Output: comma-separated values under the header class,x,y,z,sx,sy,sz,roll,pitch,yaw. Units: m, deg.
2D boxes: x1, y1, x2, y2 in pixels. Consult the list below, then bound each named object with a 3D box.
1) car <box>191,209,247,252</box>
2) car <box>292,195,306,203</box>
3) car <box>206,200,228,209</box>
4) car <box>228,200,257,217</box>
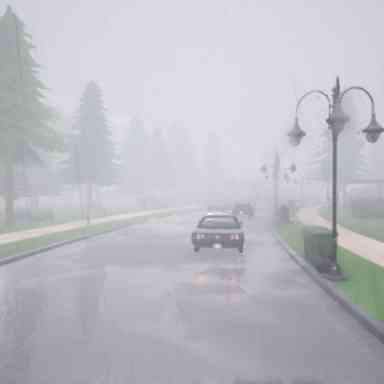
class,x,y,z,sx,sy,sz,roll,pitch,yaw
car,1.177,1.597,13.836,1.895,1.301,4.718,0,0,7
car,23.539,1.504,73.089,2.128,1.511,4.902,0,0,39
car,2.972,1.553,37.005,1.994,1.385,4.181,0,0,19
car,4.945,1.503,31.146,1.837,1.490,4.892,0,0,17
